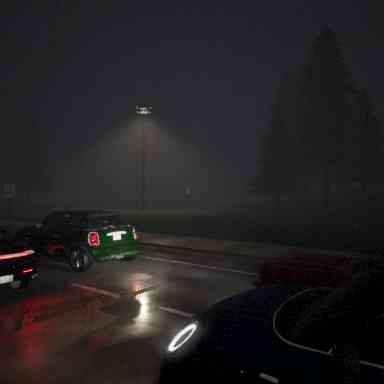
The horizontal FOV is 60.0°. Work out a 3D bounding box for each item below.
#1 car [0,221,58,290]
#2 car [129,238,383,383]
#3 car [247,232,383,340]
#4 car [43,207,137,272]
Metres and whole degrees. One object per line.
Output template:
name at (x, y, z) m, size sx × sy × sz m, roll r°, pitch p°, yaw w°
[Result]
car at (-5.611, 1.491, 7.893) m, size 4.902 × 1.511 × 2.128 m, roll 0°, pitch 0°, yaw 36°
car at (1.894, 1.352, 2.640) m, size 4.553 × 1.767 × 2.097 m, roll 0°, pitch 0°, yaw 36°
car at (3.521, 1.601, 5.779) m, size 4.718 × 1.301 × 1.895 m, roll 0°, pitch 0°, yaw 36°
car at (-3.925, 1.352, 10.992) m, size 4.553 × 1.767 × 2.097 m, roll 0°, pitch 0°, yaw 36°
